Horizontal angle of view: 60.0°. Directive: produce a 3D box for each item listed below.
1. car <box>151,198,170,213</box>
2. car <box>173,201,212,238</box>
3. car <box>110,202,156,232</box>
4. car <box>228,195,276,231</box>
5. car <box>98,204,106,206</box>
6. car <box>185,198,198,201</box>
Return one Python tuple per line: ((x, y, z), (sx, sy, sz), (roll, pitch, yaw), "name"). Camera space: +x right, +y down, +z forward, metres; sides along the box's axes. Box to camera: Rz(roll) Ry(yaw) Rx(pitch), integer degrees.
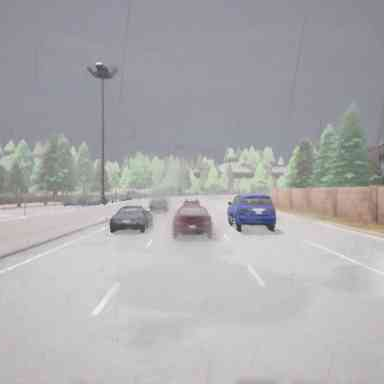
((-3.530, 1.417, 36.477), (2.128, 1.511, 4.902), (0, 0, 0), "car")
((0.022, 1.442, 17.514), (1.882, 1.535, 5.008), (0, 0, 0), "car")
((-3.487, 1.525, 19.639), (1.994, 1.385, 4.181), (0, 0, 0), "car")
((3.499, 1.180, 20.202), (2.150, 2.045, 5.566), (0, 0, -1), "car")
((-13.672, 1.417, 48.569), (1.882, 1.535, 5.008), (0, 0, 5), "car")
((-0.025, 1.417, 36.634), (2.128, 1.511, 4.902), (0, 0, 0), "car")
